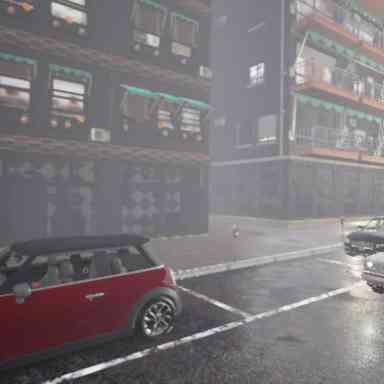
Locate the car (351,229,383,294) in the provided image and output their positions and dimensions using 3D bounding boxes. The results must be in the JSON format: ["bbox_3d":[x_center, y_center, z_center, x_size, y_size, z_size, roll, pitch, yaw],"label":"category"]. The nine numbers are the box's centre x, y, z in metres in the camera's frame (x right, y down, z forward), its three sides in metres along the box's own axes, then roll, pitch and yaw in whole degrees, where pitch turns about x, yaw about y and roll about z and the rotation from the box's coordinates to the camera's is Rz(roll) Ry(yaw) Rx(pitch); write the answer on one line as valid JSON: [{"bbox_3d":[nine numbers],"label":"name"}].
[{"bbox_3d":[5.855,1.573,7.554,4.718,1.301,1.895,0,0,-35],"label":"car"}]

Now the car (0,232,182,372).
[{"bbox_3d":[-2.244,1.438,4.901,4.097,1.590,1.967,0,1,-36],"label":"car"}]

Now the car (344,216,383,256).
[{"bbox_3d":[7.008,1.513,11.508,4.403,1.369,2.008,0,1,-36],"label":"car"}]
